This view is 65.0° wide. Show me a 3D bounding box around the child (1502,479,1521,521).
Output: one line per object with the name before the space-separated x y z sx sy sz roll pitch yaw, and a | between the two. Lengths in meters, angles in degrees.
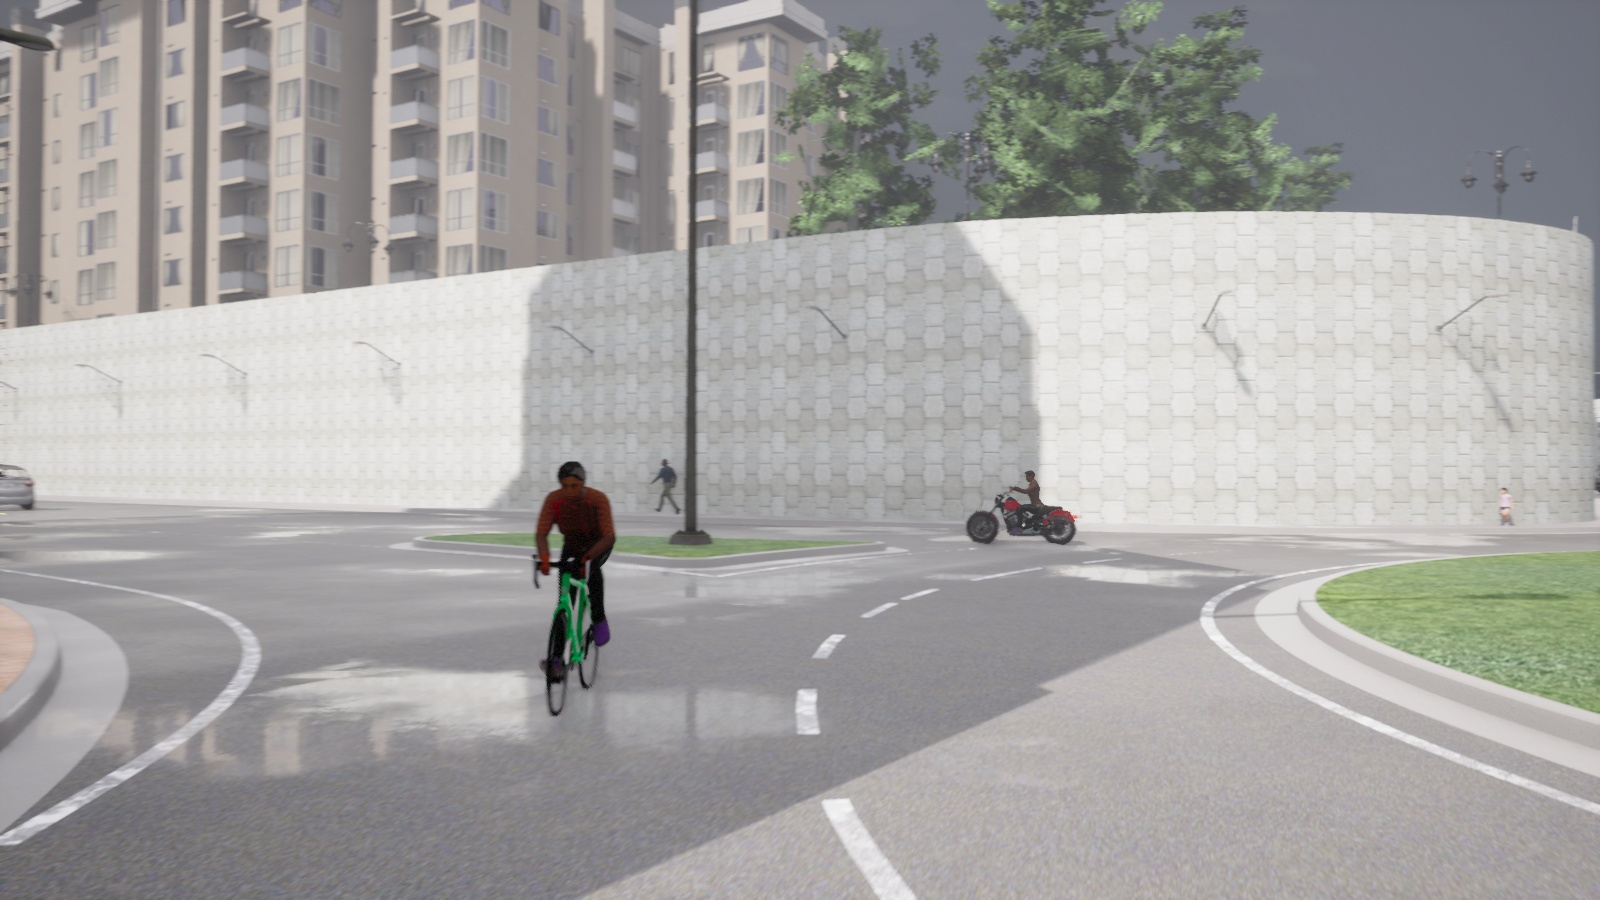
child | 19.313 1.355 34.086 0.394 1.110 0.255 0 -1 -28

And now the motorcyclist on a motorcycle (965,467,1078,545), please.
motorcyclist on a motorcycle | 4.759 1.201 27.028 2.350 1.649 0.766 -1 -1 11

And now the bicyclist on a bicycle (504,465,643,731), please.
bicyclist on a bicycle | -1.488 0.914 8.508 0.582 1.620 1.656 0 -1 2

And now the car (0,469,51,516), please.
car | -29.956 1.531 46.274 4.611 1.667 2.242 -1 -1 34

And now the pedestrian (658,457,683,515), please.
pedestrian | -4.150 1.157 40.306 0.726 1.835 0.370 -1 -1 32
